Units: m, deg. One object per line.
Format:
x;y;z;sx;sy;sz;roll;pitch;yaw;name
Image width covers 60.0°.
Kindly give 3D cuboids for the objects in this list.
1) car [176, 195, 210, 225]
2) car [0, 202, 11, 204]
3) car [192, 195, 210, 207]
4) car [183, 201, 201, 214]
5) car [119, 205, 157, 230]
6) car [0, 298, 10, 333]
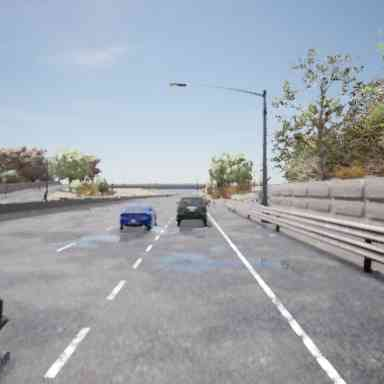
-0.005;1.327;25.232;2.150;2.045;5.566;0;0;0;car
-21.019;1.754;36.448;1.895;1.301;4.718;0;0;0;car
1.682;1.507;56.978;2.150;2.045;5.566;0;-1;11;car
0.009;1.763;38.214;1.895;1.301;4.718;0;0;0;car
-3.403;1.566;21.767;1.882;1.535;5.008;0;0;0;car
-3.400;1.610;2.368;1.895;1.301;4.718;0;0;0;car
